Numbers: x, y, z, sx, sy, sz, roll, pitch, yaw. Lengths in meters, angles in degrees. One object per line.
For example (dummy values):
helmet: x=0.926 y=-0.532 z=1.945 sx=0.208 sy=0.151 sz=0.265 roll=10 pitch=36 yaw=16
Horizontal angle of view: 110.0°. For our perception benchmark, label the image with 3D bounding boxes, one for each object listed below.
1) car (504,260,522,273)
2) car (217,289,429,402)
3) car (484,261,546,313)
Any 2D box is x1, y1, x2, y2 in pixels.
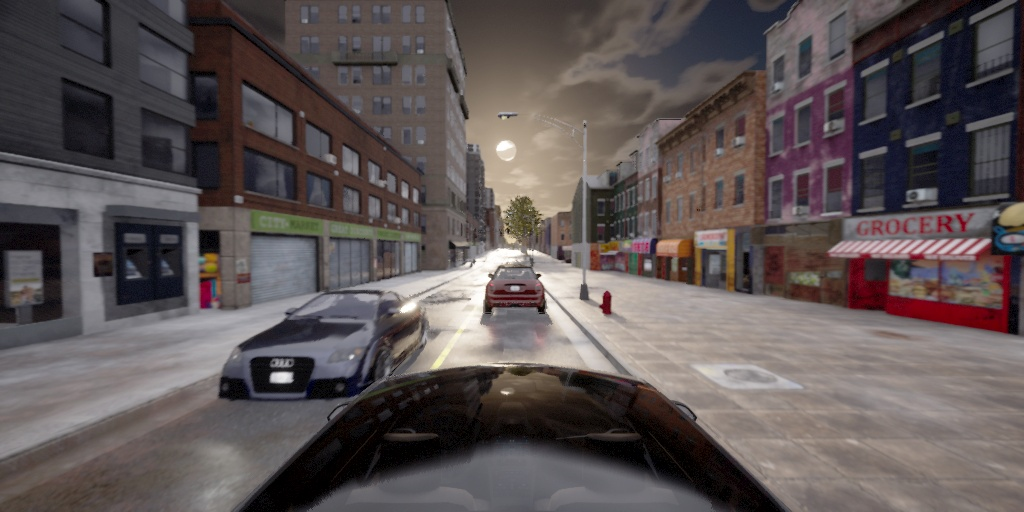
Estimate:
car: x=0.106 y=1.189 z=41.183 sx=1.895 sy=1.301 sz=4.718 roll=0 pitch=0 yaw=0
car: x=-2.844 y=1.313 z=6.420 sx=1.994 sy=1.385 sz=4.181 roll=0 pitch=0 yaw=0
car: x=0.101 y=1.085 z=13.980 sx=2.097 sy=1.767 sz=4.553 roll=0 pitch=0 yaw=0
